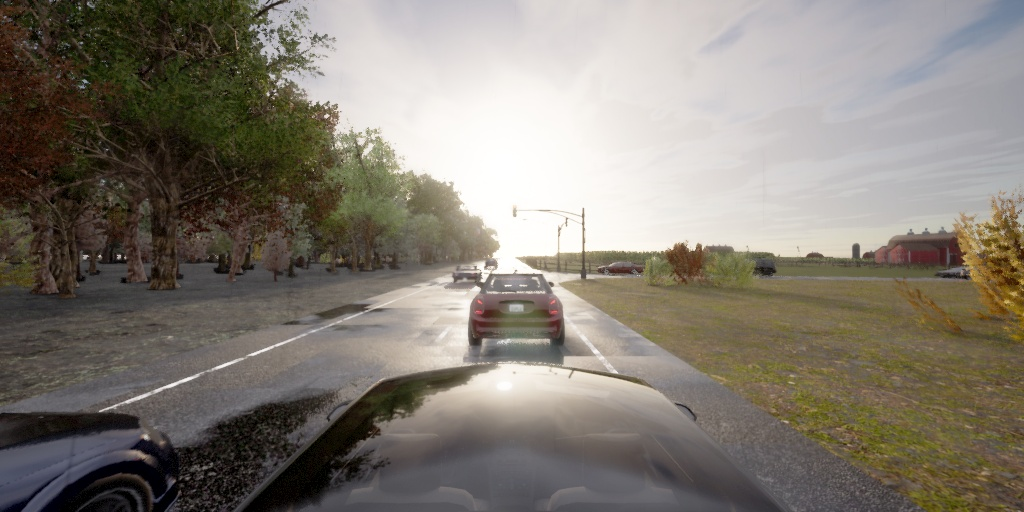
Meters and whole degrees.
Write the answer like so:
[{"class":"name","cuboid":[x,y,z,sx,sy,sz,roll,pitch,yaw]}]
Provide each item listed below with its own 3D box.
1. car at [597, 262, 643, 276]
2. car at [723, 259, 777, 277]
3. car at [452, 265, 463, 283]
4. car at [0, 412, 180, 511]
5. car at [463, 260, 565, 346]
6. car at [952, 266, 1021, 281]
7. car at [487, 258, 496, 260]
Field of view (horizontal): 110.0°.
[{"class":"car","cuboid":[12.326,1.424,41.150,5.008,1.535,1.882,1,-1,4]},{"class":"car","cuboid":[26.940,1.323,40.819,5.566,2.045,2.150,1,-1,0]},{"class":"car","cuboid":[-3.411,1.356,28.121,1.895,1.301,4.718,0,0,0]},{"class":"car","cuboid":[-3.398,1.313,0.836,1.994,1.385,4.181,0,0,0]},{"class":"car","cuboid":[0.095,1.104,9.581,2.097,1.767,4.553,0,0,0]},{"class":"car","cuboid":[49.622,1.781,37.121,4.902,1.511,2.128,1,-1,0]},{"class":"car","cuboid":[-3.429,1.105,61.207,2.097,1.767,4.553,0,0,0]}]
